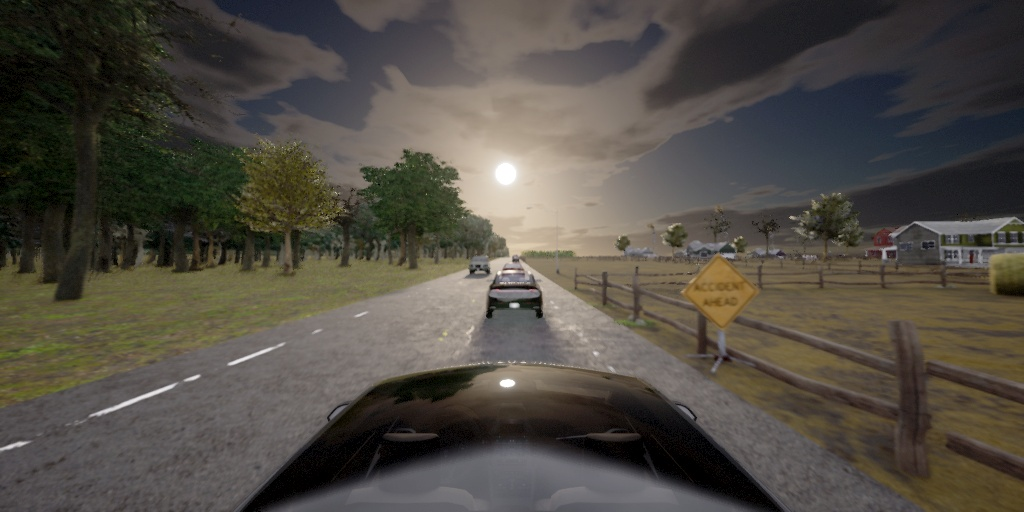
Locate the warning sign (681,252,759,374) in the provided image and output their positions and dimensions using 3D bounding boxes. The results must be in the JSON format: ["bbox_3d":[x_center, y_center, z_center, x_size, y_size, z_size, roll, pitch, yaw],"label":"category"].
[{"bbox_3d":[3.550,0.884,6.035,1.300,1.860,1.060,0,0,0],"label":"warning sign"}]

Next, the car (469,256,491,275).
[{"bbox_3d":[-3.595,1.032,40.803,2.150,2.045,5.566,0,0,0],"label":"car"}]

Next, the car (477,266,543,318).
[{"bbox_3d":[0.086,1.284,13.275,2.128,1.511,4.902,0,0,0],"label":"car"}]

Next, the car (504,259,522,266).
[{"bbox_3d":[0.093,1.298,30.689,1.882,1.535,5.008,0,0,0],"label":"car"}]
